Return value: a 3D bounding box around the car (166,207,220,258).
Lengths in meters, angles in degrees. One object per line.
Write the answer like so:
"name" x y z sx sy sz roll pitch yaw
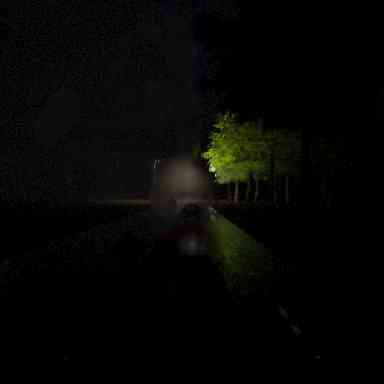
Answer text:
"car" 0.054 1.620 13.428 1.882 1.535 5.008 0 0 0

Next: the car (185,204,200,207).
"car" 0.052 1.773 27.950 1.812 1.442 4.674 0 0 0

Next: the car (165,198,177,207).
"car" -3.562 1.783 56.601 1.837 1.490 4.892 0 0 0
